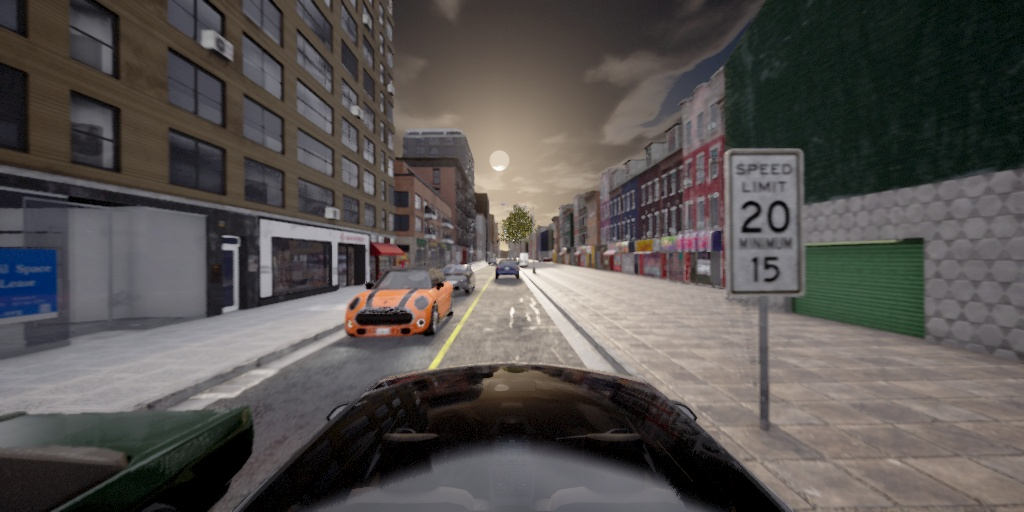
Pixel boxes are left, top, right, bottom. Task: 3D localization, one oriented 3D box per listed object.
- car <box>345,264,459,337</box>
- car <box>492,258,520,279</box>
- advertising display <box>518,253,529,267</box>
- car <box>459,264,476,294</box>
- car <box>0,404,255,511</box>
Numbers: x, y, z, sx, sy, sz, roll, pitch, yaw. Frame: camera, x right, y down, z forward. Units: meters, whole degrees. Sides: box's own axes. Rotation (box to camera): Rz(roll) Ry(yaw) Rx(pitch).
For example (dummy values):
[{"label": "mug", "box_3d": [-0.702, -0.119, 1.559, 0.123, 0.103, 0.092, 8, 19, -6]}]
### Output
[{"label": "car", "box_3d": [-2.970, 1.118, 10.386, 2.097, 1.767, 4.553, -1, 0, -1]}, {"label": "car", "box_3d": [-0.426, 1.054, 32.357, 2.097, 1.767, 4.553, -1, 0, -1]}, {"label": "advertising display", "box_3d": [2.058, 0.657, 60.599, 1.540, 2.440, 0.280, 0, 0, -1]}, {"label": "car", "box_3d": [-3.128, 1.242, 20.377, 2.128, 1.511, 4.902, -1, 0, -1]}, {"label": "car", "box_3d": [-2.802, 1.382, 0.497, 1.895, 1.301, 4.718, -1, 0, -3]}]
